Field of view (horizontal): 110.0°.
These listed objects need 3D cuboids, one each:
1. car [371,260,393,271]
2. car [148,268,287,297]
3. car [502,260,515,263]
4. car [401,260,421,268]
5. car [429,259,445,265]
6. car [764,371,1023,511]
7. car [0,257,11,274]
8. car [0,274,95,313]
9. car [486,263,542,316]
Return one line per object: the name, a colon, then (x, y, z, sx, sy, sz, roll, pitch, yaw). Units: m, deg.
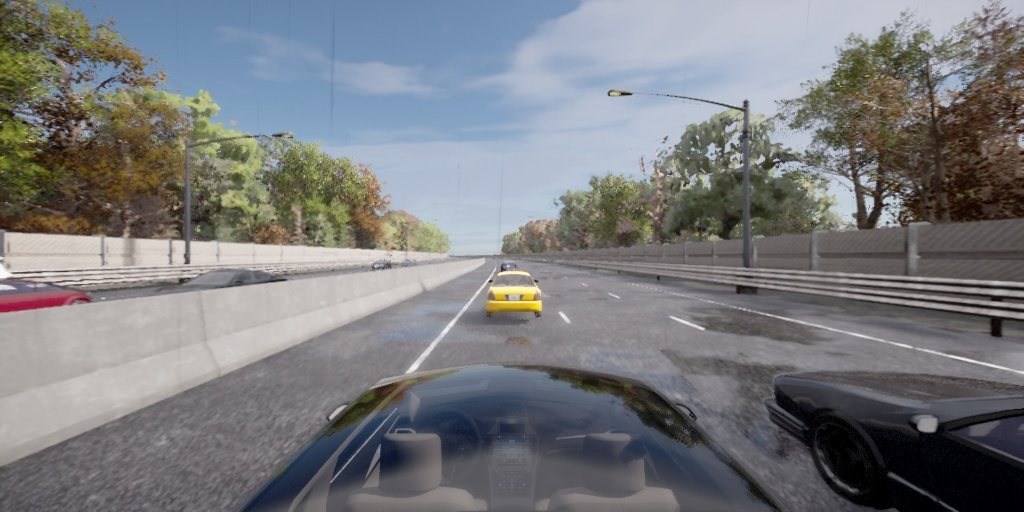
car: (-18.286, 1.256, 50.685, 2.128, 1.511, 4.902, 0, 0, -1)
car: (-10.653, 1.233, 13.444, 1.882, 1.535, 5.008, 0, 0, 0)
car: (-0.443, 1.270, 44.430, 2.163, 1.488, 4.792, 0, 0, -1)
car: (-14.835, 1.330, 52.846, 1.994, 1.385, 4.181, 0, 0, -1)
car: (-11.390, 1.245, 54.684, 1.882, 1.535, 5.008, 0, 0, -1)
car: (3.596, 1.296, 1.300, 2.033, 1.411, 5.357, 0, 0, 0)
car: (-17.628, 0.977, 9.607, 2.150, 2.045, 5.566, 0, 0, 0)
car: (-14.130, 1.319, 9.544, 1.994, 1.385, 4.181, 0, 0, 0)
car: (0.049, 1.211, 13.239, 1.801, 1.575, 5.366, 0, 0, 0)
